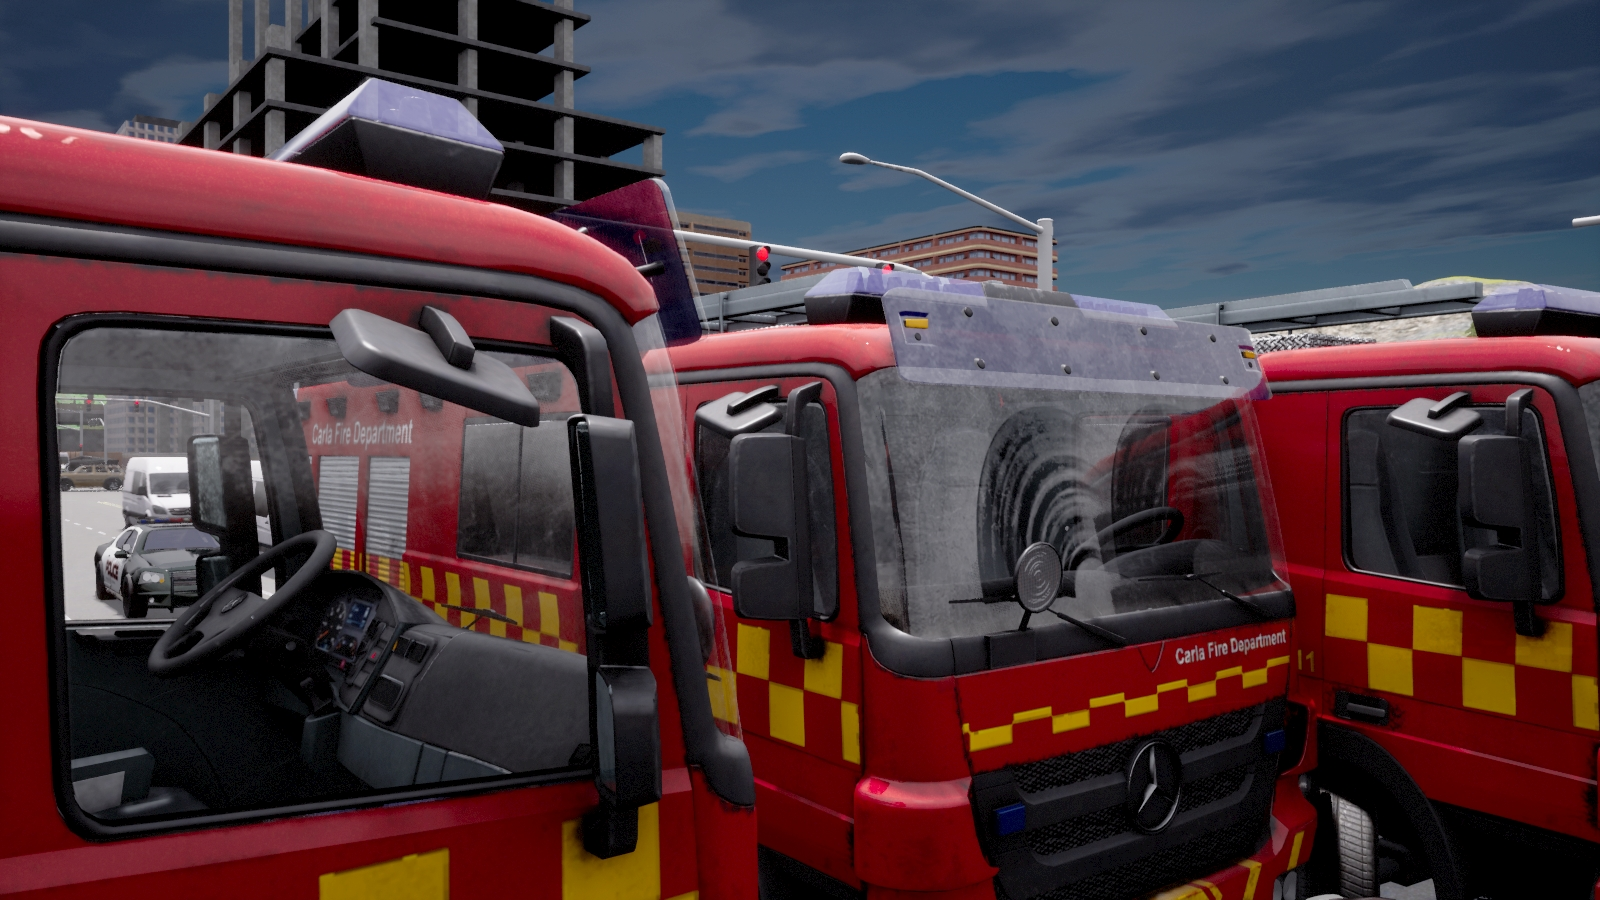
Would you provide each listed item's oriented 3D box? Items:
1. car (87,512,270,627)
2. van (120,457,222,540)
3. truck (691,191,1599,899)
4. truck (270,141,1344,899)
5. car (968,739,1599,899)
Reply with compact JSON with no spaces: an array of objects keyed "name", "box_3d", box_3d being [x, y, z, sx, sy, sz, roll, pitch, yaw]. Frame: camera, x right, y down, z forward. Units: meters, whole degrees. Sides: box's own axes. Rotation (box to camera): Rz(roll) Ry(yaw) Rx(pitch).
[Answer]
[{"name":"car","box_3d":[-11.386,2.037,20.746,2.038,1.542,4.974,0,0,-39]},{"name":"van","box_3d":[-21.251,1.535,38.475,1.988,2.561,5.915,0,0,-39]},{"name":"truck","box_3d":[2.348,0.890,8.605,2.891,3.827,8.468,0,0,-31]},{"name":"truck","box_3d":[-1.099,0.890,8.003,2.891,3.827,8.468,0,0,-38]},{"name":"car","box_3d":[2.437,2.065,3.109,1.970,1.475,3.806,0,0,-30]}]
